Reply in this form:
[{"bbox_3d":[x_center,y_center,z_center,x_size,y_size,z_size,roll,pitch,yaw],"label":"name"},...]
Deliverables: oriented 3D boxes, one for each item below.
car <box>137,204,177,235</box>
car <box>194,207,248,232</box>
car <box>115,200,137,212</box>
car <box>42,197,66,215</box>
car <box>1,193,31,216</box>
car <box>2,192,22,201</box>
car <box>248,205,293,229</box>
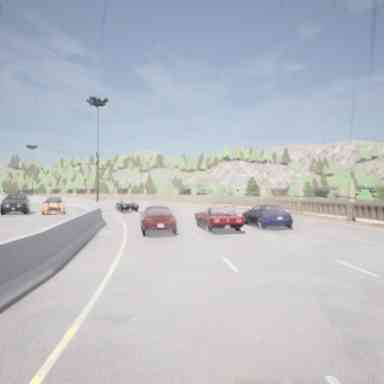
[{"bbox_3d":[-1.937,1.470,18.467,1.812,1.442,4.674,0,0,-11],"label":"car"},{"bbox_3d":[1.438,1.529,19.533,1.895,1.301,4.718,0,0,-11],"label":"car"},{"bbox_3d":[-7.207,1.503,36.411,1.895,1.301,4.718,0,0,-22],"label":"car"},{"bbox_3d":[-13.487,1.290,32.597,2.097,1.767,4.553,0,0,-21],"label":"car"},{"bbox_3d":[-17.233,1.171,32.727,2.150,2.045,5.566,0,0,-22],"label":"car"},{"bbox_3d":[-36.411,0.872,67.250,4.553,1.767,2.097,0,0,43],"label":"car"},{"bbox_3d":[4.657,1.476,21.045,1.994,1.385,4.181,0,0,-11],"label":"car"}]
